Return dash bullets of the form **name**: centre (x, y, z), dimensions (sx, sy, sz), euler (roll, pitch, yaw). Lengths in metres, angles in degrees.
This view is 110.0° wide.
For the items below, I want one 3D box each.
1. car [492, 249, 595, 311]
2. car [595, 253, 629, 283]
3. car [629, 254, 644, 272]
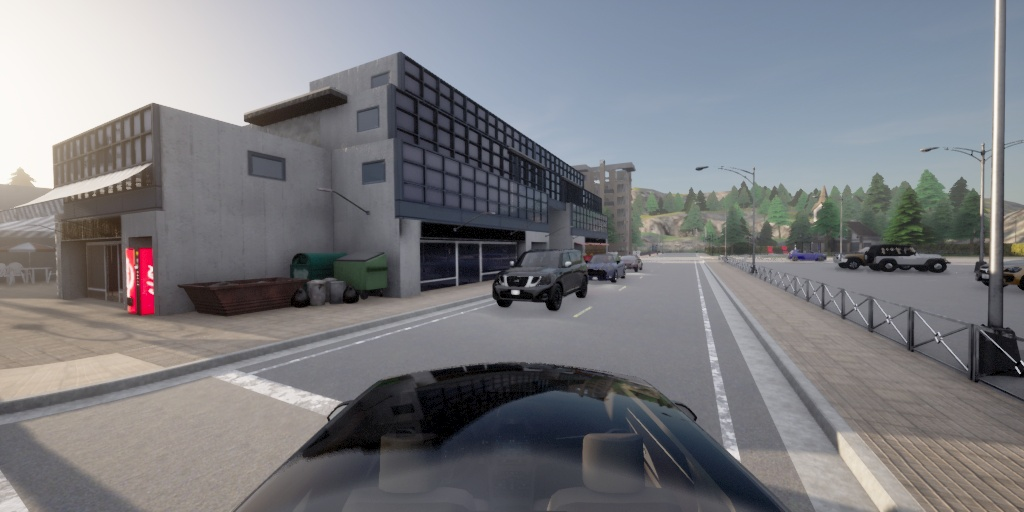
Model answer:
- **car**: centre (1.349, 0.743, 13.816), dimensions (2.150, 2.045, 5.566), euler (0, 1, 27)
- **car**: centre (5.775, 0.652, 22.601), dimensions (2.097, 1.767, 4.553), euler (0, 1, 27)
- **car**: centre (10.383, 0.595, 31.736), dimensions (1.812, 1.442, 4.674), euler (0, 1, 27)
